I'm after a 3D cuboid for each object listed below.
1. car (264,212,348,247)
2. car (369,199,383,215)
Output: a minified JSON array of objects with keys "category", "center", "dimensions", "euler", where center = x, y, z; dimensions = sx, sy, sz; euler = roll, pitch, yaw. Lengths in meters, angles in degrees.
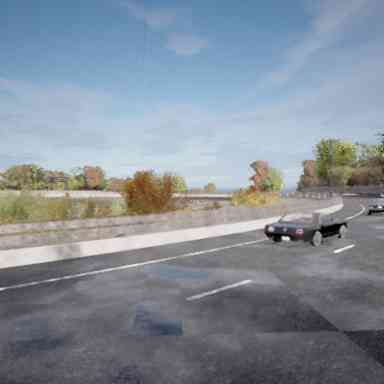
[{"category":"car","center":[5.166,1.505,14.572],"dimensions":[1.895,1.301,4.718],"euler":[0,0,43]},{"category":"car","center":[16.918,1.304,29.677],"dimensions":[2.033,1.411,5.357],"euler":[0,0,33]}]
